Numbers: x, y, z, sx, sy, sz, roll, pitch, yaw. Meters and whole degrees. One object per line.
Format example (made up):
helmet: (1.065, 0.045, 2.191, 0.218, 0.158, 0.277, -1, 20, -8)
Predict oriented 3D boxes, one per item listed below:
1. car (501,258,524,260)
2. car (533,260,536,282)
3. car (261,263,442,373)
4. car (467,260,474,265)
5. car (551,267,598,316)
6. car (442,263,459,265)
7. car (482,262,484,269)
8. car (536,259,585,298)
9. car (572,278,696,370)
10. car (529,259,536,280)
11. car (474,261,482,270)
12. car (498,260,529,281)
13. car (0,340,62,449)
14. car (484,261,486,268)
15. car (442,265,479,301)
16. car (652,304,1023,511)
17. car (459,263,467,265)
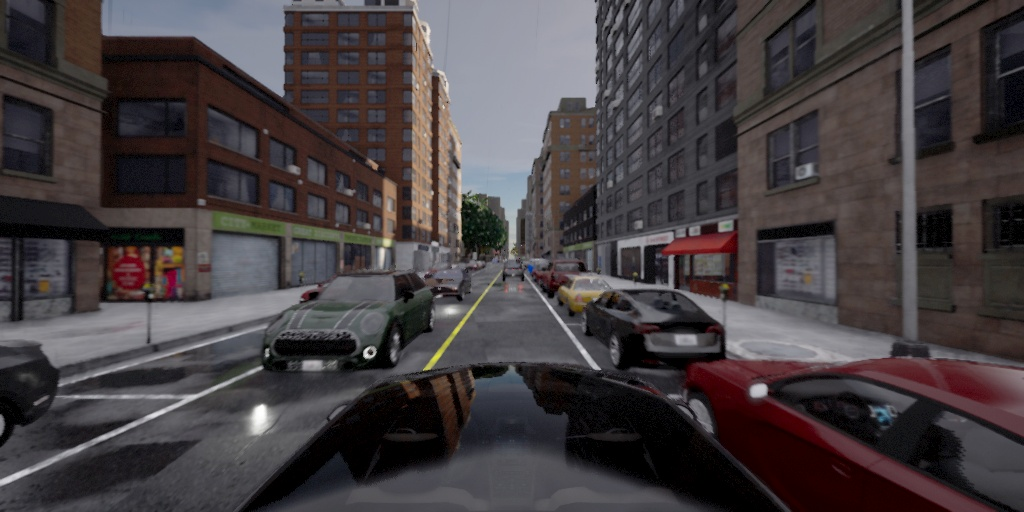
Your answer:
car: (0.061, 1.247, 45.586, 2.097, 1.767, 4.553, 0, 0, 0)
car: (2.671, 1.249, 24.107, 1.967, 1.591, 4.097, 0, 0, 0)
car: (-3.099, 1.115, 7.812, 2.097, 1.767, 4.553, 0, 0, 0)
car: (-5.852, 1.440, 40.638, 1.948, 1.339, 4.313, 0, 0, 0)
car: (2.670, 1.301, 13.262, 1.751, 1.417, 4.829, 0, 0, 0)
car: (-5.854, 1.269, 29.623, 1.967, 1.591, 4.097, 0, 0, 0)
car: (-5.850, 1.477, 56.994, 1.751, 1.417, 4.829, 0, 0, 0)
car: (2.671, 1.106, 18.599, 2.192, 1.841, 5.009, 0, 0, 0)
car: (2.670, 1.328, 7.585, 1.948, 1.339, 4.313, 0, 0, 0)
car: (2.672, 1.268, 29.613, 1.967, 1.591, 4.097, 0, 0, 0)
car: (-5.851, 1.365, 51.655, 1.967, 1.591, 4.097, 0, 0, 0)
car: (0.105, 1.325, 30.965, 2.128, 1.511, 4.902, 0, 0, 0)
car: (-5.857, 1.302, 2.083, 2.007, 1.370, 4.403, 0, 0, 0)
car: (-5.850, 1.562, 62.673, 1.802, 1.307, 4.207, 0, 0, 0)
car: (-3.088, 1.338, 18.010, 2.033, 1.411, 5.357, 0, 0, 1)
car: (2.669, 1.296, 2.079, 1.888, 1.381, 4.507, 0, 0, 0)
car: (-5.853, 1.432, 35.130, 1.802, 1.307, 4.207, 0, 0, 0)
